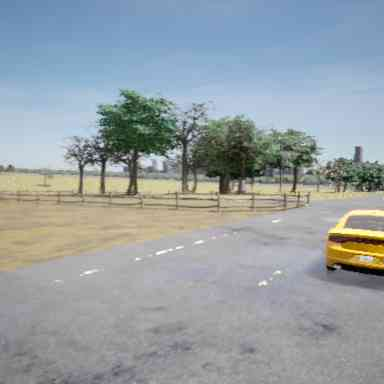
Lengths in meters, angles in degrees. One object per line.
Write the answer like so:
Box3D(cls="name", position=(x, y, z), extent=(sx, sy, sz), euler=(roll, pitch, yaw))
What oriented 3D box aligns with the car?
Box3D(cls="car", position=(5.072, 1.243, 9.189), extent=(1.882, 1.535, 5.008), euler=(3, 3, 33))
